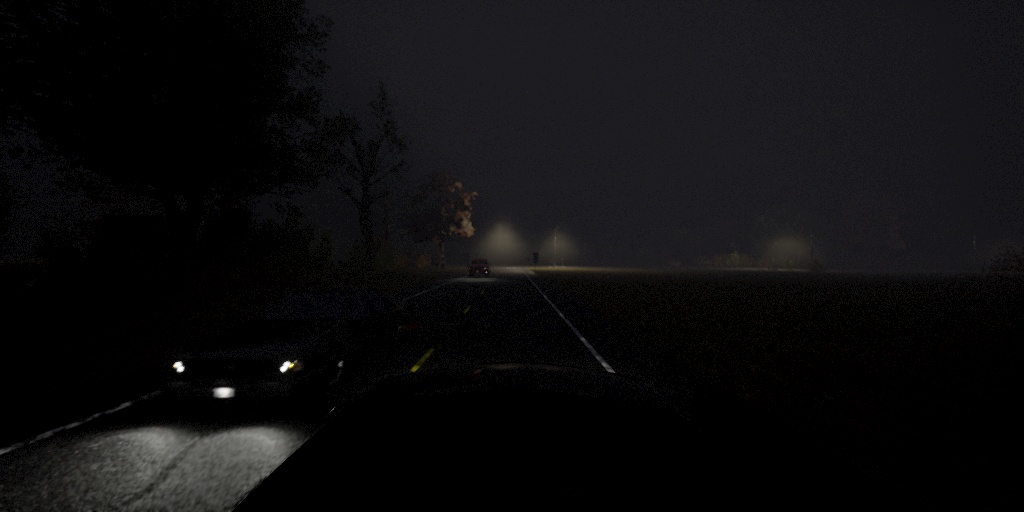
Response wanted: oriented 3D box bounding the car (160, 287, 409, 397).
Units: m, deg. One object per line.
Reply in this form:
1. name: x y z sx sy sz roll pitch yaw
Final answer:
1. car: -3.603 1.343 7.146 2.033 1.411 5.357 0 0 0

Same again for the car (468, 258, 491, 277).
1. car: -3.596 1.286 40.347 2.150 2.045 5.566 0 0 0
